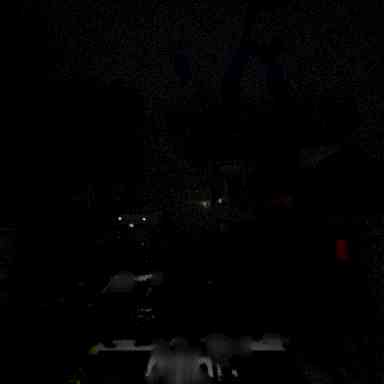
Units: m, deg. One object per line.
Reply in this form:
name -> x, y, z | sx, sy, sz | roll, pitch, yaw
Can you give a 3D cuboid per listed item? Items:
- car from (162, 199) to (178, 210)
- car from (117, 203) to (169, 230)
car -> -2.819, 1.582, 44.154 | 2.033, 1.411, 5.357 | 0, 0, 0
car -> -3.089, 1.615, 21.090 | 1.895, 1.301, 4.718 | 0, 0, 9
